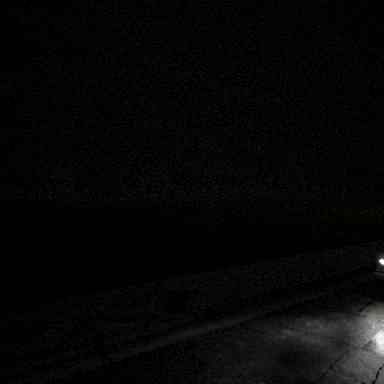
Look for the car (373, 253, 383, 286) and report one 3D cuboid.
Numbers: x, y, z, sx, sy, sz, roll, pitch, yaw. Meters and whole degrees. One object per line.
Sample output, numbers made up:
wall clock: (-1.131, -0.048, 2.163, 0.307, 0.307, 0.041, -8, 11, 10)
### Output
car: (6.206, 1.550, 7.692, 4.718, 1.301, 1.895, 0, 0, -35)
